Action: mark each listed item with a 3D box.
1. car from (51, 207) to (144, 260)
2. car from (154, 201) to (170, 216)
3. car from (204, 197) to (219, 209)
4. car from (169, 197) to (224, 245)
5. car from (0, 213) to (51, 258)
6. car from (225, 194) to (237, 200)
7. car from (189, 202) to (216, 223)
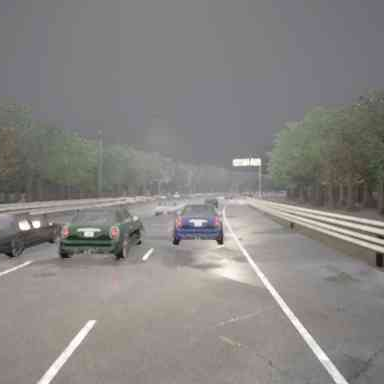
[{"bbox_3d":[-3.151,1.318,12.496,2.097,1.767,4.553,0,0,2],"label":"car"},{"bbox_3d":[-2.147,1.530,30.881,1.895,1.301,4.718,0,0,4],"label":"car"},{"bbox_3d":[2.690,1.410,45.587,1.837,1.490,4.892,0,0,7],"label":"car"},{"bbox_3d":[0.338,1.319,15.589,2.097,1.767,4.553,0,0,2],"label":"car"},{"bbox_3d":[-6.678,1.505,12.469,2.033,1.411,5.357,0,0,2],"label":"car"},{"bbox_3d":[9.730,1.302,87.134,2.128,1.511,4.902,0,0,13],"label":"car"},{"bbox_3d":[0.914,1.546,26.434,1.895,1.301,4.718,0,0,4],"label":"car"}]
